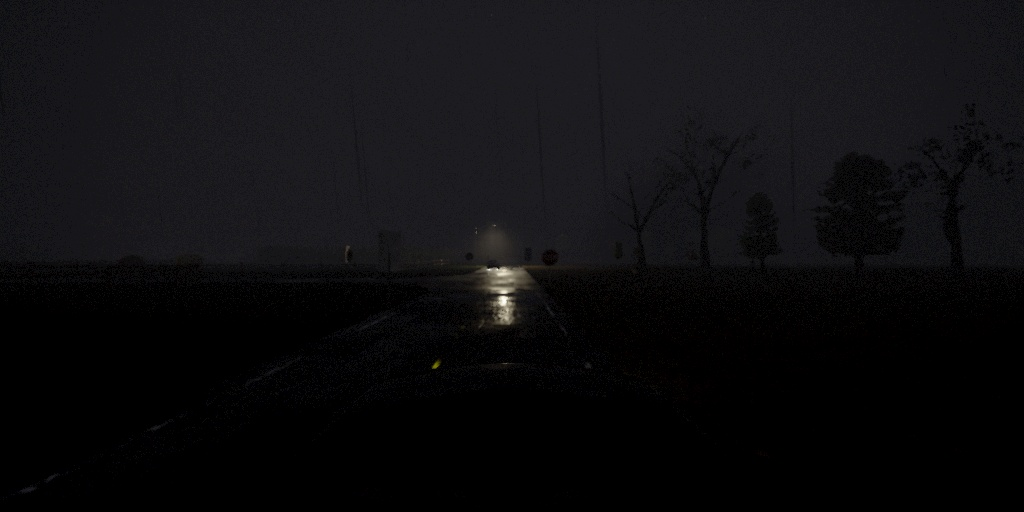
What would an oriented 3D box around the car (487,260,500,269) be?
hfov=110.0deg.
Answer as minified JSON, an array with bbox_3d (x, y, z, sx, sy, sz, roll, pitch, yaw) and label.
[{"bbox_3d":[-2.752,1.260,54.088,2.033,1.411,5.357,0,0,0],"label":"car"}]
